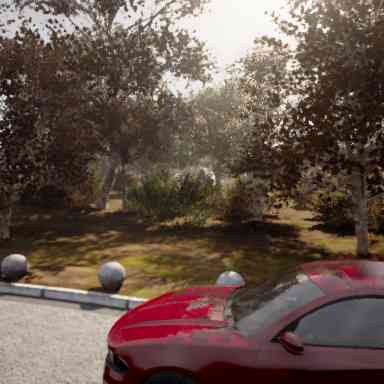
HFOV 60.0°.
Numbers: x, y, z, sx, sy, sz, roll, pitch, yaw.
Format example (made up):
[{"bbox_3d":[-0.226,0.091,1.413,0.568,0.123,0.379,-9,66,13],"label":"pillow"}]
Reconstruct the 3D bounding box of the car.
[{"bbox_3d":[1.599,1.478,3.357,5.008,1.535,1.882,0,0,10],"label":"car"}]
